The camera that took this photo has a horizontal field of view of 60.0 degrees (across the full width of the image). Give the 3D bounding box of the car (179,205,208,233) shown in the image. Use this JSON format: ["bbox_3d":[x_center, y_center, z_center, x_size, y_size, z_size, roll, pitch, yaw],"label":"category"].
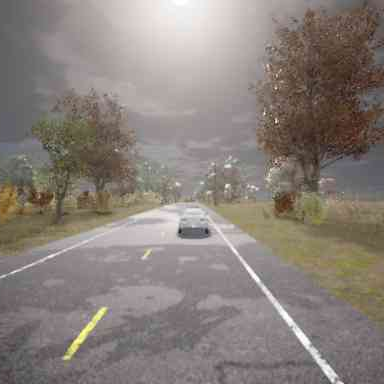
[{"bbox_3d":[0.096,1.794,21.701,1.812,1.442,4.674,0,-1,0],"label":"car"}]
